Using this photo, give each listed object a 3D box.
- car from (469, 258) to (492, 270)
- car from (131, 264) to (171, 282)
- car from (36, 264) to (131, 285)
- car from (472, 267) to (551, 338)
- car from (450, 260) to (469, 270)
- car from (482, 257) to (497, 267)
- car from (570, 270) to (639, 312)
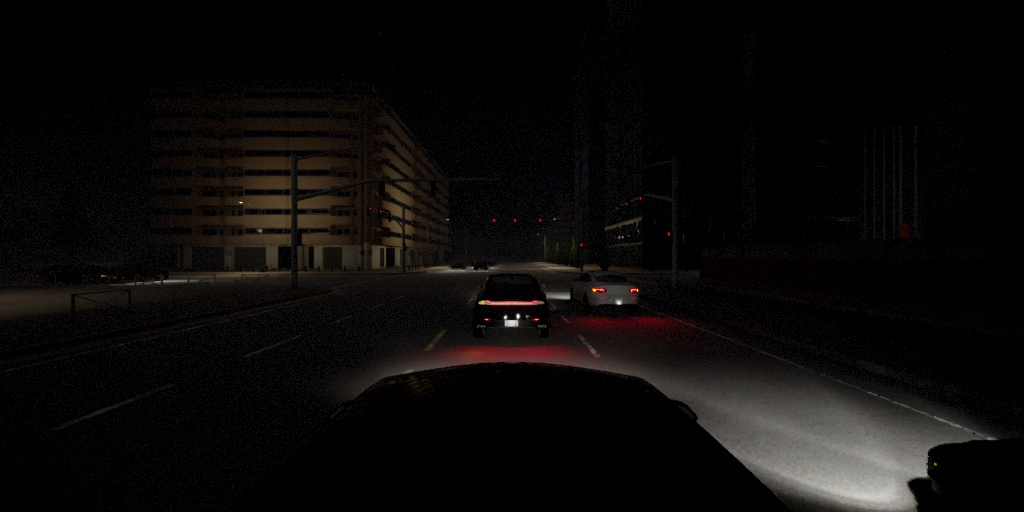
[{"bbox_3d":[-4.313,1.297,50.172,2.033,1.411,5.357,0,0,-1],"label":"car"},{"bbox_3d":[-30.673,1.369,29.328,4.181,1.385,1.994,0,0,0],"label":"car"},{"bbox_3d":[-31.031,1.310,25.826,4.892,1.490,1.837,0,0,0],"label":"car"},{"bbox_3d":[-0.011,1.242,10.170,2.128,1.511,4.902,0,0,0],"label":"car"},{"bbox_3d":[-7.831,1.351,52.812,1.895,1.301,4.718,0,0,0],"label":"car"},{"bbox_3d":[-4.223,1.351,65.064,1.895,1.301,4.718,0,0,0],"label":"car"},{"bbox_3d":[3.475,1.276,13.991,1.812,1.442,4.674,0,0,0],"label":"car"}]
